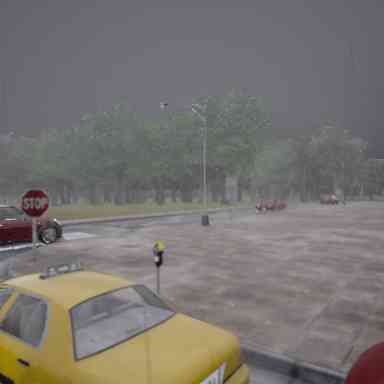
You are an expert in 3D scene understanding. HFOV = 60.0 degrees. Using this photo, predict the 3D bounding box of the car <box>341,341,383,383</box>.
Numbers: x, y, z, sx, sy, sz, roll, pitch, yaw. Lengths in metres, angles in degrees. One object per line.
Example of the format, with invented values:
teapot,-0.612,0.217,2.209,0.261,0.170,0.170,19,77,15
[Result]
car,2.913,1.312,0.730,5.009,1.841,2.192,0,0,36

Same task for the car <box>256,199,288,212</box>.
car,8.611,1.427,35.415,1.895,1.301,4.718,0,0,36

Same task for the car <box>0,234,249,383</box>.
car,-1.739,1.530,4.050,4.829,1.417,1.752,0,0,36

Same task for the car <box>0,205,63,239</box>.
car,-7.495,1.285,13.099,2.097,1.767,4.553,0,1,36

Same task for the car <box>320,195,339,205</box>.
car,22.863,1.255,55.151,2.097,1.767,4.553,0,0,36
